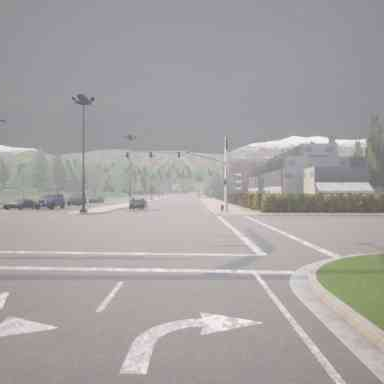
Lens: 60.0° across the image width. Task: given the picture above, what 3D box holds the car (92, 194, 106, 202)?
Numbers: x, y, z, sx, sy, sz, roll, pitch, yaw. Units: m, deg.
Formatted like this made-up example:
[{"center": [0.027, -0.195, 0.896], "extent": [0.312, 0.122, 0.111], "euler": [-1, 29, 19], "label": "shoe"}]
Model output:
[{"center": [-21.967, 1.364, 78.540], "extent": [2.097, 1.767, 4.553], "euler": [0, 0, 0], "label": "car"}]

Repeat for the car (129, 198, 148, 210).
[{"center": [-6.942, 1.505, 43.399], "extent": [2.128, 1.511, 4.902], "euler": [0, 0, 0], "label": "car"}]

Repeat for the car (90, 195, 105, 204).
[{"center": [-18.561, 1.568, 64.648], "extent": [2.033, 1.411, 5.357], "euler": [0, 0, 0], "label": "car"}]

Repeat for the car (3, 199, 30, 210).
[{"center": [-22.087, 1.561, 43.174], "extent": [2.033, 1.411, 5.357], "euler": [0, 0, 3], "label": "car"}]

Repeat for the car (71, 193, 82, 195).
[{"center": [-22.067, 1.239, 63.620], "extent": [2.150, 2.045, 5.566], "euler": [0, 0, 1], "label": "car"}]

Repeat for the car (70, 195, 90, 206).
[{"center": [-18.615, 1.618, 53.819], "extent": [1.895, 1.301, 4.718], "euler": [0, 0, 0], "label": "car"}]

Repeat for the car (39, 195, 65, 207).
[{"center": [-22.118, 1.368, 52.708], "extent": [2.097, 1.767, 4.553], "euler": [0, 0, 0], "label": "car"}]

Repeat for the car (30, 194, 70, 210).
[{"center": [-18.615, 1.235, 43.855], "extent": [2.150, 2.045, 5.566], "euler": [0, 0, 1], "label": "car"}]
